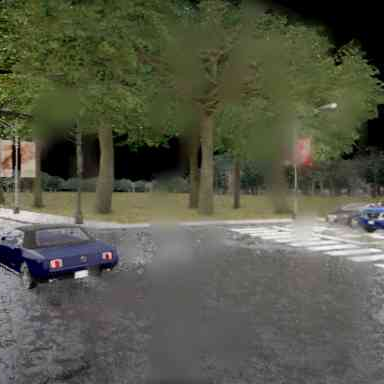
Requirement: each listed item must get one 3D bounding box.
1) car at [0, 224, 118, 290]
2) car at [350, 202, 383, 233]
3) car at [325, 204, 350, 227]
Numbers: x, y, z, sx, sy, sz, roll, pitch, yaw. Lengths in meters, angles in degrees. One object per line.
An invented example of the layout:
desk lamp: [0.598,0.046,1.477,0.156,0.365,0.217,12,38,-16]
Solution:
car: [-4.030,1.517,8.996,1.895,1.301,4.718,0,1,-45]
car: [11.576,1.190,17.793,5.566,2.045,2.150,0,1,-22]
car: [10.634,1.423,20.918,4.902,1.511,2.128,0,1,-22]
